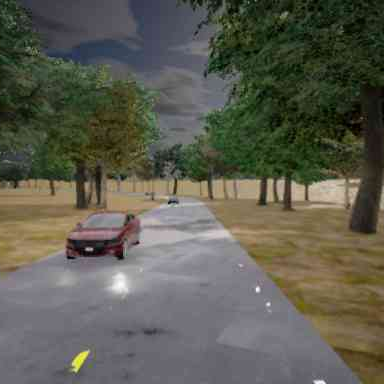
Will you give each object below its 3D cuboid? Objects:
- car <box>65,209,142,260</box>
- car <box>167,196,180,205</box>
[{"bbox_3d":[-3.100,1.451,12.524,1.882,1.535,5.008,0,0,0],"label":"car"},{"bbox_3d":[-3.048,1.398,55.502,2.033,1.411,5.357,0,0,1],"label":"car"}]
